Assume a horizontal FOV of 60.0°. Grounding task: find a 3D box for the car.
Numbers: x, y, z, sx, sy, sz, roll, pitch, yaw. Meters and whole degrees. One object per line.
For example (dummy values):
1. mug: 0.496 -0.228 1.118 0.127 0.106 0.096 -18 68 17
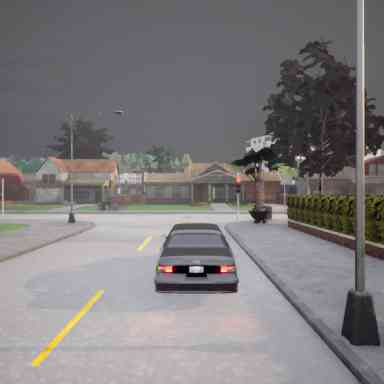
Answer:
1. car: 0.099 1.547 8.949 2.033 1.411 5.357 0 0 0
